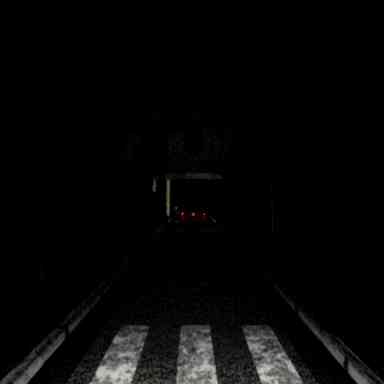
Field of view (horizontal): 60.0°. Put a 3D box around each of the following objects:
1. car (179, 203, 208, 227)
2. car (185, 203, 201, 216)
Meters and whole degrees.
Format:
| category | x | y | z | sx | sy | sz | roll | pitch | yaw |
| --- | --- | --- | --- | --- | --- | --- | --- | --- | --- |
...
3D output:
| category | x | y | z | sx | sy | sz | roll | pitch | yaw |
| --- | --- | --- | --- | --- | --- | --- | --- | --- | --- |
| car | 0.098 | 1.652 | 25.737 | 2.097 | 1.767 | 4.553 | 0 | -1 | 0 |
| car | 0.097 | 2.215 | 42.972 | 1.882 | 1.535 | 5.008 | 0 | -2 | 0 |
